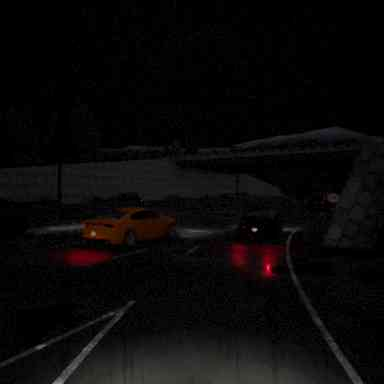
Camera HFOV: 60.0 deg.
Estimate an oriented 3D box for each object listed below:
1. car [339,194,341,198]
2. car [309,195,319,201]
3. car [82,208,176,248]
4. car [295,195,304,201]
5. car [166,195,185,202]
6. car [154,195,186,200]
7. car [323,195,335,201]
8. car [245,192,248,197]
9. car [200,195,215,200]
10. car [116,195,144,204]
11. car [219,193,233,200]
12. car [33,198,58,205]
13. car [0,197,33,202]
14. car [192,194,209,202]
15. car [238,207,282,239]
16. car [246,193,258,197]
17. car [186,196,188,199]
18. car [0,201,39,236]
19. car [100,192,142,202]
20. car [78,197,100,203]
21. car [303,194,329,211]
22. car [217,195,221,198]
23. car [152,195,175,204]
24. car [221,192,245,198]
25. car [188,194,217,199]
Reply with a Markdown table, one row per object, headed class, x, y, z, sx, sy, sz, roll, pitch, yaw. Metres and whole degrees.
| class | x | y | z | sx | sy | sz | roll | pitch | yaw |
| --- | --- | --- | --- | --- | --- | --- | --- | --- | --- |
| car | 36.390 | 1.192 | 79.087 | 2.150 | 2.045 | 5.566 | 0 | 0 | 29 |
| car | 30.430 | 1.461 | 82.781 | 1.812 | 1.442 | 4.674 | 0 | 0 | 29 |
| car | -2.561 | 1.436 | 14.839 | 1.882 | 1.535 | 5.008 | 0 | 0 | 29 |
| car | 27.358 | 1.446 | 84.458 | 1.812 | 1.442 | 4.674 | 0 | 0 | 29 |
| car | -3.593 | 1.432 | 71.591 | 1.895 | 1.301 | 4.718 | 0 | 0 | 29 |
| car | -3.360 | 1.233 | 50.209 | 2.097 | 1.767 | 4.553 | 0 | 0 | 29 |
| car | 33.302 | 1.491 | 80.738 | 2.033 | 1.411 | 5.357 | 0 | 0 | 29 |
| car | 13.476 | 1.092 | 88.245 | 2.150 | 2.045 | 5.566 | 0 | 0 | 29 |
| car | 3.963 | 1.432 | 85.432 | 1.895 | 1.301 | 4.718 | 0 | 0 | 29 |
| car | -10.825 | 1.327 | 58.453 | 2.128 | 1.511 | 4.902 | 0 | 0 | 29 |
| car | 9.007 | 1.207 | 87.364 | 2.097 | 1.767 | 4.553 | 0 | 0 | 29 |
| car | -19.464 | 1.437 | 42.721 | 1.895 | 1.301 | 4.718 | 0 | 0 | 29 |
| car | -16.048 | 1.373 | 27.074 | 2.128 | 1.511 | 4.902 | 0 | 0 | 29 |
| car | 1.958 | 1.330 | 74.455 | 1.882 | 1.535 | 5.008 | 0 | 0 | 29 |
| car | 3.573 | 1.503 | 17.160 | 1.812 | 1.442 | 4.674 | 0 | 0 | 19 |
| car | 16.240 | 1.435 | 86.006 | 1.994 | 1.385 | 4.181 | 0 | 0 | 29 |
| car | -1.029 | 1.468 | 61.719 | 1.895 | 1.301 | 4.718 | 0 | 0 | 29 |
| car | -10.137 | 1.421 | 15.573 | 2.128 | 1.511 | 4.902 | 0 | 0 | 29 |
| car | -9.601 | 1.088 | 46.157 | 2.150 | 2.045 | 5.566 | 0 | 0 | 29 |
| car | -13.630 | 1.377 | 46.082 | 1.812 | 1.442 | 4.674 | 0 | 0 | 29 |
| car | 15.261 | 1.326 | 40.166 | 2.097 | 1.767 | 4.553 | 0 | 0 | 29 |
| car | 6.146 | 1.345 | 74.821 | 1.882 | 1.535 | 5.008 | 0 | 0 | 29 |
| car | -5.179 | 1.377 | 61.433 | 1.812 | 1.442 | 4.674 | 0 | 0 | 29 |
| car | 9.110 | 1.108 | 72.945 | 2.150 | 2.045 | 5.566 | 0 | 0 | 29 |
| car | 1.972 | 1.429 | 59.929 | 2.033 | 1.411 | 5.357 | 0 | 0 | 30 |
